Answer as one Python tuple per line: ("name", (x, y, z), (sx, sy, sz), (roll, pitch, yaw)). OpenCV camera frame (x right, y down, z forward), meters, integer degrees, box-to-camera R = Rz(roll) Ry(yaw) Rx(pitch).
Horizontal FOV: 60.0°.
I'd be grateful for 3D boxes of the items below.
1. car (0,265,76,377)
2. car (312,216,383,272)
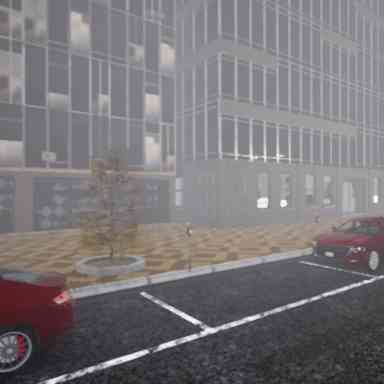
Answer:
("car", (-3.600, 1.586, 3.989), (4.206, 1.307, 1.802), (0, 0, -35))
("car", (5.671, 1.479, 10.596), (4.507, 1.381, 1.887), (0, 0, -35))
